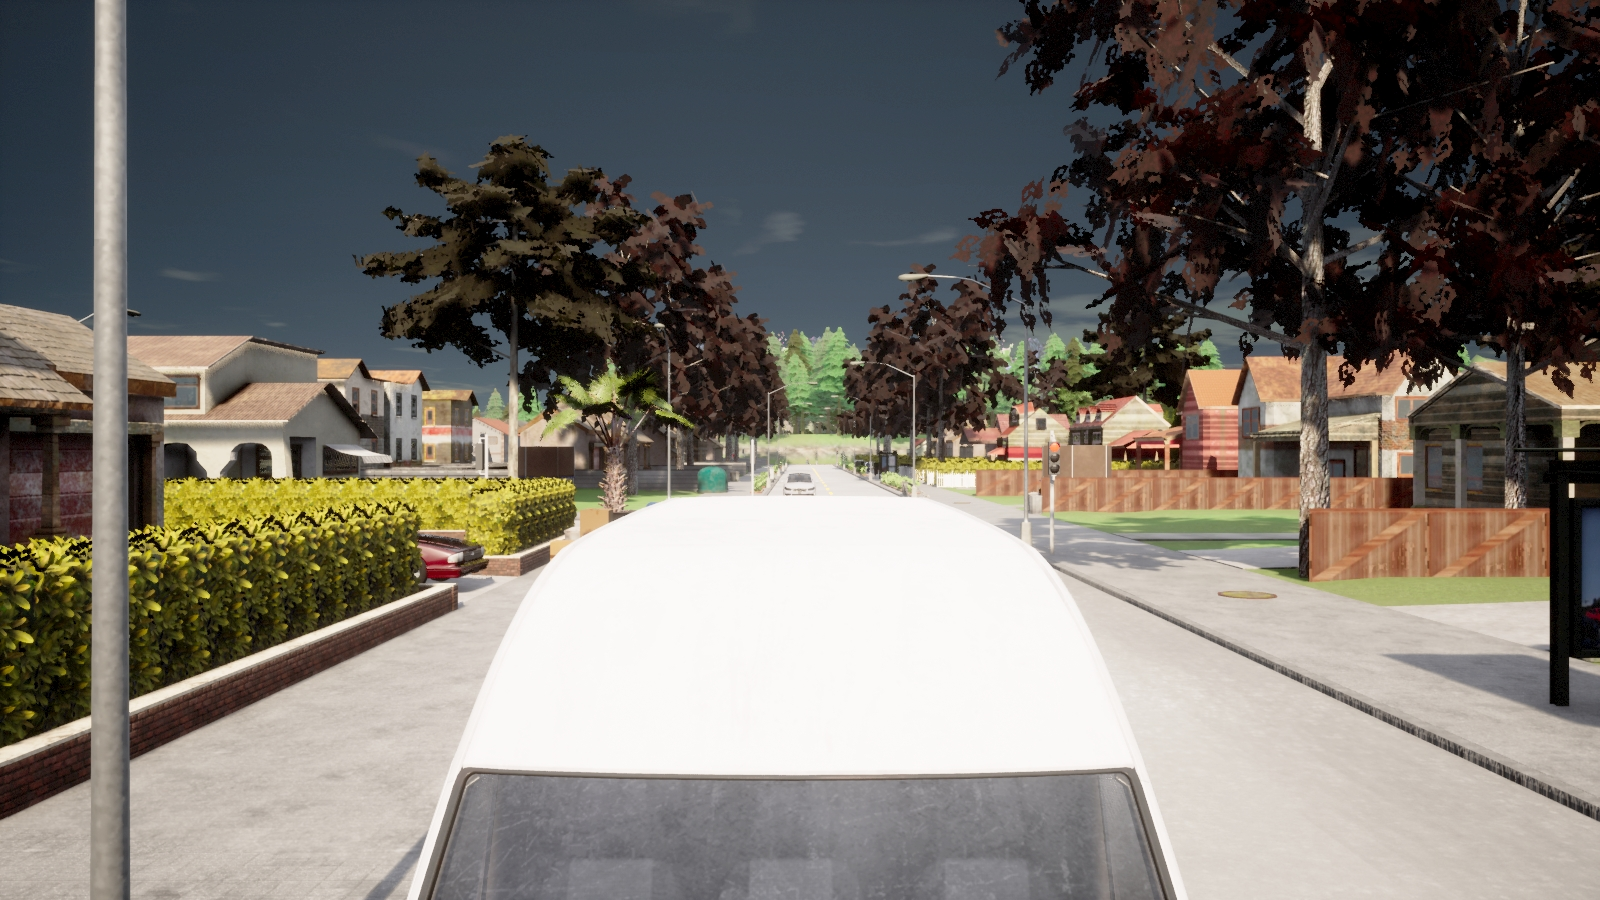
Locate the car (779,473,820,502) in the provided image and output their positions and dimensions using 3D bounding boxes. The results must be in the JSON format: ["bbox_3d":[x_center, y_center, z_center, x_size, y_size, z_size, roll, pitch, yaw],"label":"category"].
[{"bbox_3d":[-0.024,2.087,64.511,2.231,1.480,4.892,0,0,0],"label":"car"}]

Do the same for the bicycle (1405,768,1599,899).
[{"bbox_3d":[2.687,2.062,3.843,0.329,1.471,1.835,0,0,0],"label":"bicycle"}]

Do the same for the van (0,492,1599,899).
[{"bbox_3d":[0.002,1.537,4.030,1.988,2.561,5.915,0,0,0],"label":"van"}]
